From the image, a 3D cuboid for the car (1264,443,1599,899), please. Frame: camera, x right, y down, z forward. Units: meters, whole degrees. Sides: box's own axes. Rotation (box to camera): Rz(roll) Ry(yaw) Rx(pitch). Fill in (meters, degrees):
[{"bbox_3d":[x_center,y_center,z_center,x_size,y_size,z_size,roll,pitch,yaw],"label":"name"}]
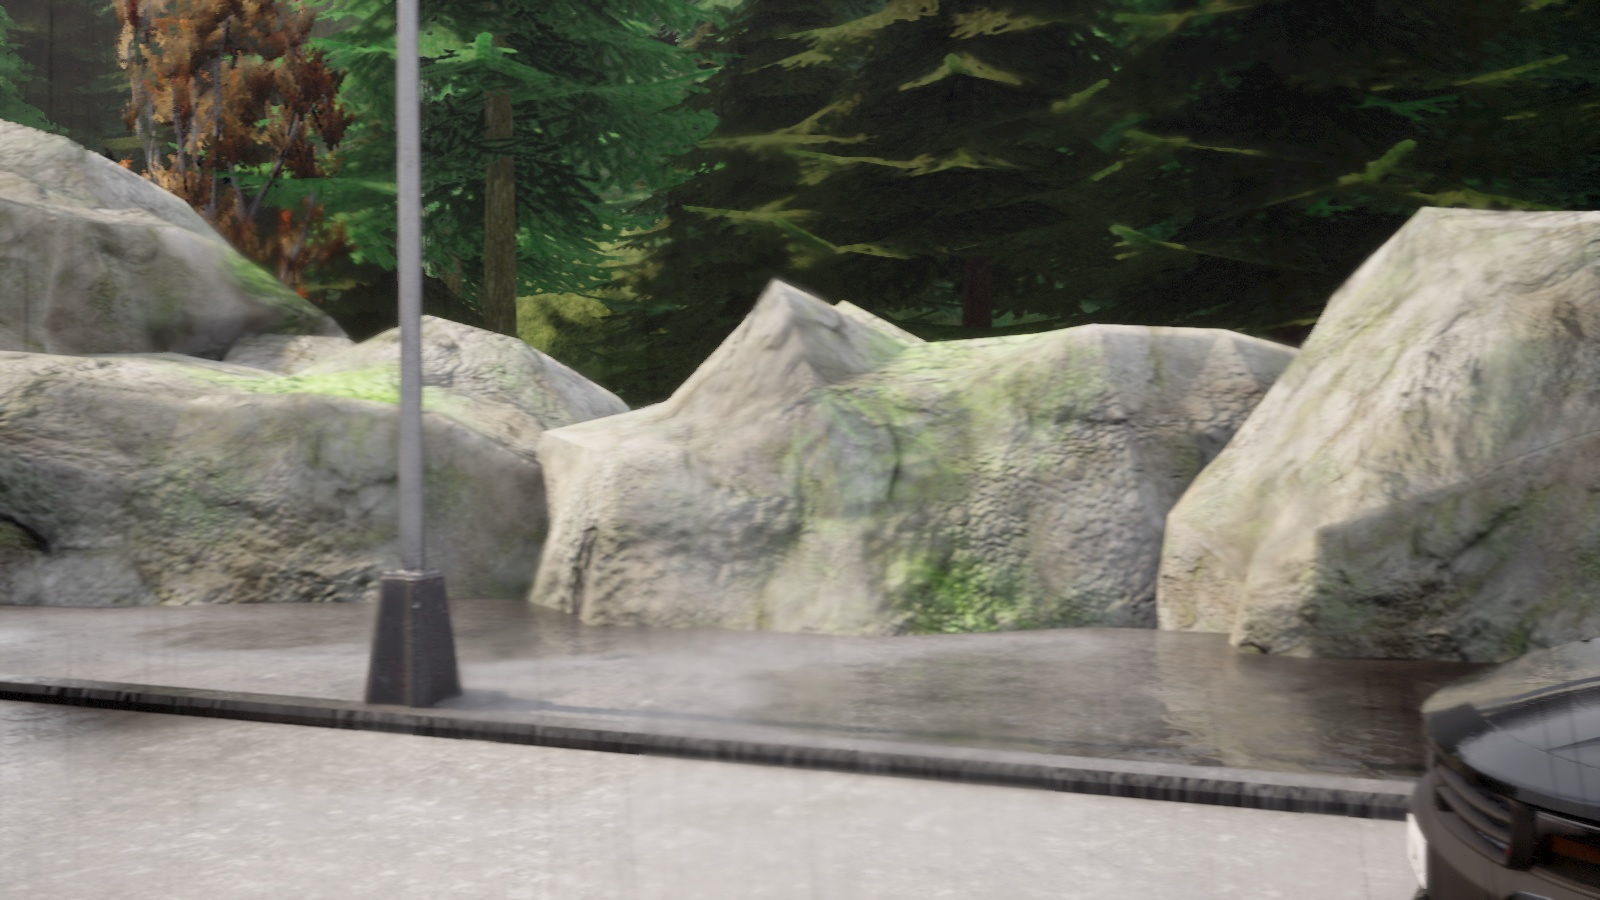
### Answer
[{"bbox_3d":[3.630,0.778,2.499,5.008,1.535,1.882,1,1,19],"label":"car"}]
